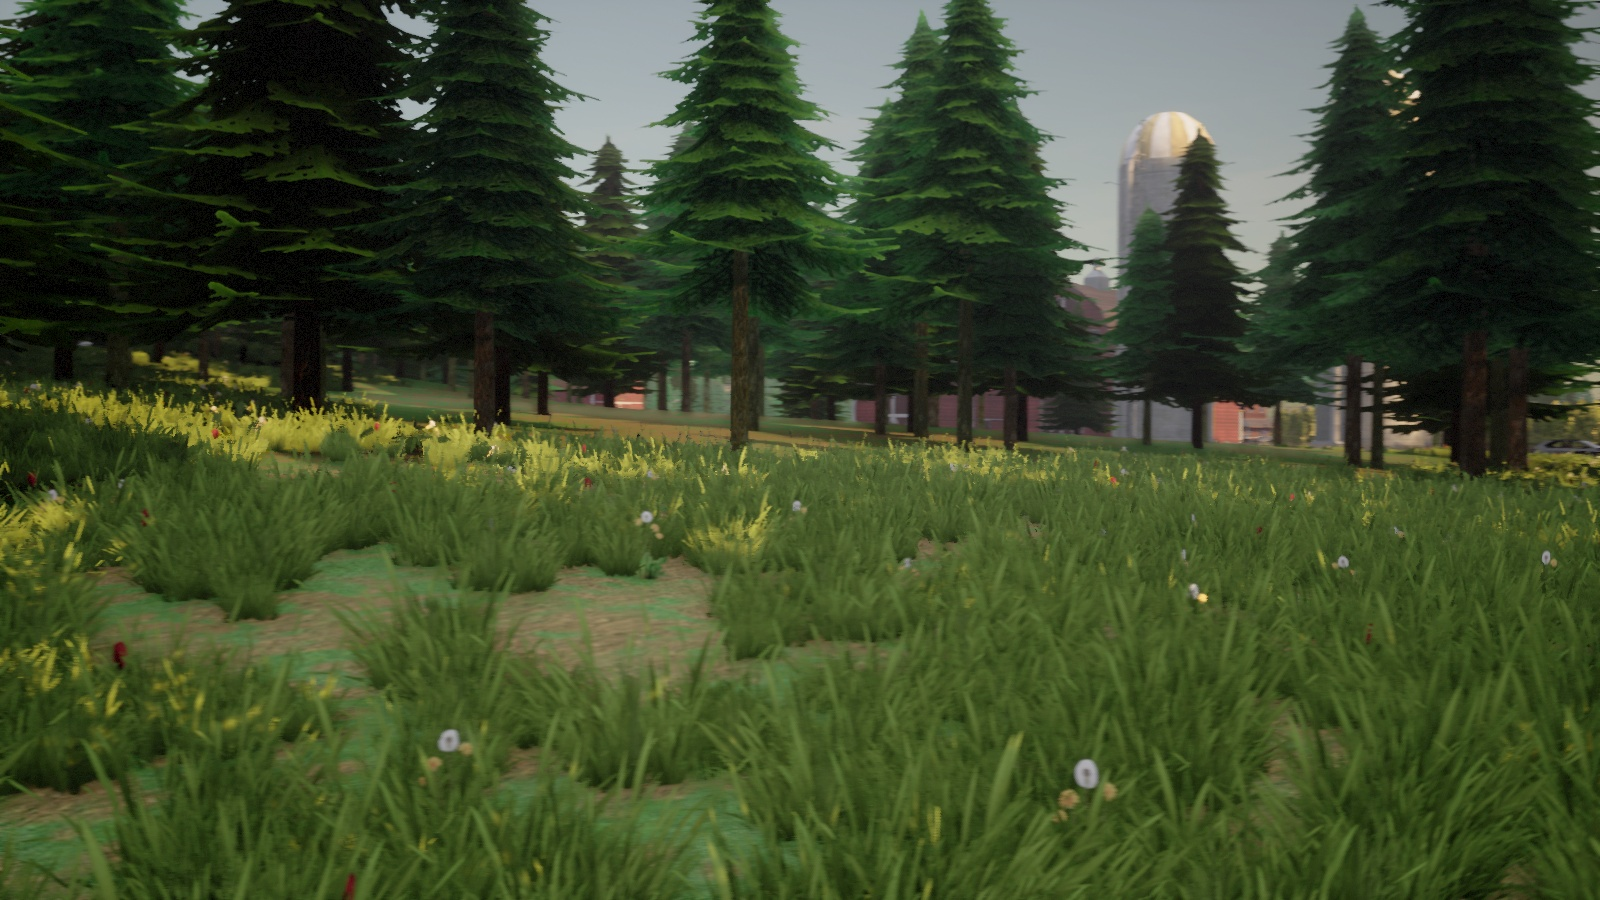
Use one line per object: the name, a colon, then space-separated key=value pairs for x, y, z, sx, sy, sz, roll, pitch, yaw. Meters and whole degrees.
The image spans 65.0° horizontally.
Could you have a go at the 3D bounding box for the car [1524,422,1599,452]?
car: x=39.147 y=-0.657 z=63.330 sx=1.816 sy=1.474 sz=4.193 roll=-1 pitch=1 yaw=-43

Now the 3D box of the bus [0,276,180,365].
bus: x=-37.460 y=-6.695 z=65.243 sx=3.944 sy=4.253 sz=10.273 roll=0 pitch=6 yaw=10
